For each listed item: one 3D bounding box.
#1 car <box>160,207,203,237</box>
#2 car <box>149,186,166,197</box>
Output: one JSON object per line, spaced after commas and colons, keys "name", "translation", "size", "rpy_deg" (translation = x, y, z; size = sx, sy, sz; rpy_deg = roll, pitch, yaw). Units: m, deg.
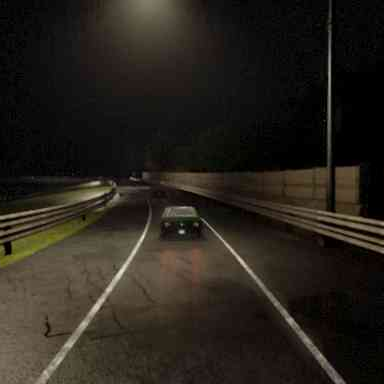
{"name": "car", "translation": [-0.603, 1.380, 16.580], "size": [1.895, 1.301, 4.718], "rpy_deg": [0, 1, -4]}
{"name": "car", "translation": [-4.883, -0.081, 46.889], "size": [1.812, 1.442, 4.674], "rpy_deg": [0, 3, -12]}
